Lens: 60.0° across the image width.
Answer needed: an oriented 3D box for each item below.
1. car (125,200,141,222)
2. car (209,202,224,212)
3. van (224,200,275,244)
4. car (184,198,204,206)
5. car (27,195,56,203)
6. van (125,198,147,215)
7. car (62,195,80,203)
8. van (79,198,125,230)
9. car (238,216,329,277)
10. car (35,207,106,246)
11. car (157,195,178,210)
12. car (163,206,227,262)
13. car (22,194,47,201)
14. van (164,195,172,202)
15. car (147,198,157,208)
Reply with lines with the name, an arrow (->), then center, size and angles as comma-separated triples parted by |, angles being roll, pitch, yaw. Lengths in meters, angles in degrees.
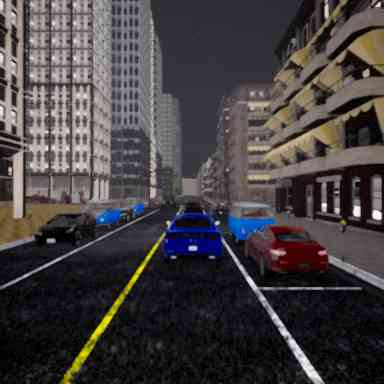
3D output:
car -> -5.736, 1.635, 26.958 | 2.008, 1.369, 4.403 | 0, 0, 0
car -> 2.635, 1.655, 32.621 | 2.008, 1.369, 4.403 | 0, 0, 0
van -> 2.665, 1.389, 15.676 | 1.690, 1.788, 3.998 | 0, 0, 0
car -> 0.023, 1.599, 29.425 | 1.837, 1.490, 4.892 | 0, 0, 0
car -> -26.812, 1.304, 60.284 | 4.206, 1.307, 1.802 | 1, -1, 0
van -> -5.745, 1.445, 32.607 | 1.690, 1.788, 3.998 | 0, 0, 0
car -> -21.235, 1.269, 60.309 | 4.097, 1.590, 1.967 | 1, -1, 0
van -> -5.726, 1.407, 21.310 | 1.690, 1.788, 3.998 | 0, 0, 0
car -> 2.675, 1.613, 10.027 | 1.802, 1.307, 4.206 | 0, 0, 0
car -> -5.715, 1.614, 15.661 | 1.947, 1.339, 4.313 | 0, 0, 0
car -> -3.143, 1.374, 45.957 | 2.150, 2.045, 5.566 | 0, -1, 0
car -> 0.040, 1.515, 12.323 | 1.882, 1.535, 5.008 | 0, 0, 0
car -> -32.481, 1.212, 68.641 | 4.206, 1.307, 1.802 | 1, -1, 0
van -> -5.833, 1.626, 82.027 | 1.690, 1.788, 3.998 | 0, 0, 0
car -> -5.776, 1.603, 49.553 | 1.967, 1.590, 4.097 | 0, 0, 0
